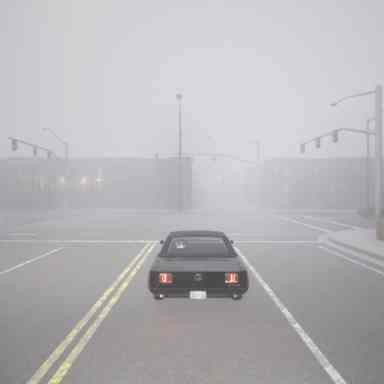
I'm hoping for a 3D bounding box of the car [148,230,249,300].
[{"bbox_3d":[0.122,1.601,8.321,1.895,1.301,4.718,0,0,0],"label":"car"}]

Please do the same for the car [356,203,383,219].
[{"bbox_3d":[16.895,1.601,28.735,4.718,1.301,1.895,0,0,0],"label":"car"}]
